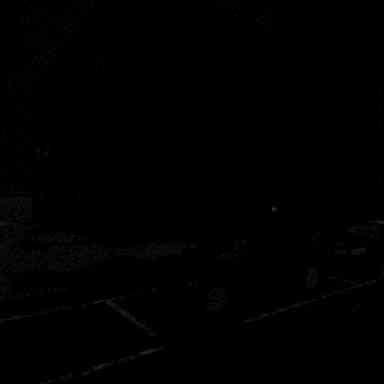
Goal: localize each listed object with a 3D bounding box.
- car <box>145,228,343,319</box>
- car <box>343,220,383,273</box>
[{"bbox_3d":[1.141,1.545,7.359,4.507,1.381,1.887,0,0,-36],"label":"car"},{"bbox_3d":[5.632,1.581,10.577,4.206,1.307,1.802,0,0,-36],"label":"car"}]
